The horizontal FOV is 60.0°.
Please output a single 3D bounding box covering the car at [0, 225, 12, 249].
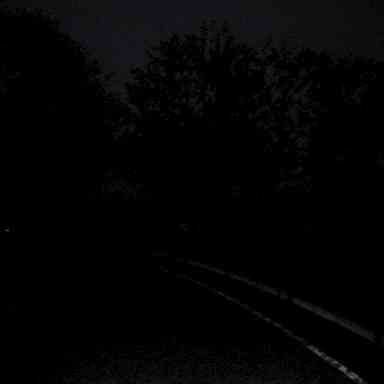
[{"bbox_3d":[-9.461,1.715,13.761,4.181,1.385,1.994,-1,0,28],"label":"car"}]
